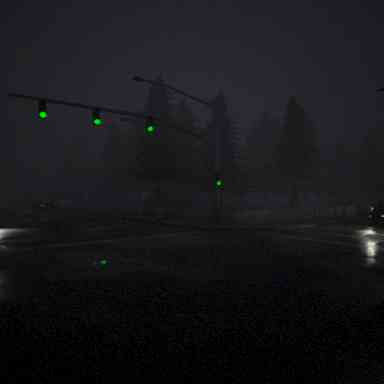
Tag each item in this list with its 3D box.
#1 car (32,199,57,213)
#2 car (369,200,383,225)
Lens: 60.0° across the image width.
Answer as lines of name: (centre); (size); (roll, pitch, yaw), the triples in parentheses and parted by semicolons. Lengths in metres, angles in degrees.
car: (-16.398, 1.515, 36.943); (1.812, 1.442, 4.674); (0, 0, -37)
car: (14.495, 1.188, 22.924); (5.566, 2.045, 2.150); (0, 0, -35)
